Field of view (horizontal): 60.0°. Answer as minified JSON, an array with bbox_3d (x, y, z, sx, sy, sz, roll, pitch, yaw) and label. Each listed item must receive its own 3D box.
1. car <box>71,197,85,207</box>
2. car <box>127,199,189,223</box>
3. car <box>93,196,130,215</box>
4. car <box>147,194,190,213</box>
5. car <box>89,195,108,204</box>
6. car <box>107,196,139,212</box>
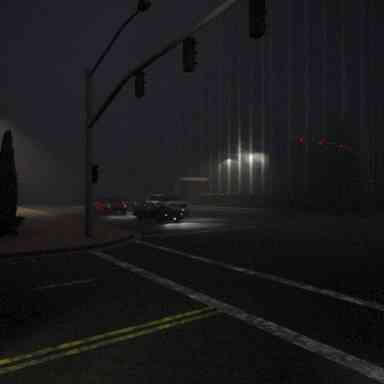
[{"bbox_3d":[-17.698,1.506,52.711,1.837,1.490,4.892,0,0,-35],"label":"car"},{"bbox_3d":[-2.801,1.547,26.155,2.033,1.411,5.357,0,0,-36],"label":"car"},{"bbox_3d":[-8.343,1.352,33.788,2.097,1.767,4.553,0,0,-36],"label":"car"},{"bbox_3d":[-2.417,1.221,31.579,2.150,2.045,5.566,0,0,-36],"label":"car"},{"bbox_3d":[-18.680,1.478,66.225,1.882,1.535,5.008,0,0,-36],"label":"car"},{"bbox_3d":[-8.275,1.352,39.651,2.097,1.767,4.553,0,0,-36],"label":"car"}]
